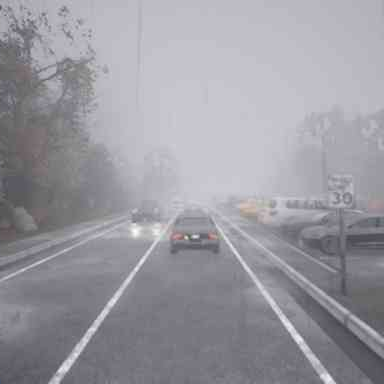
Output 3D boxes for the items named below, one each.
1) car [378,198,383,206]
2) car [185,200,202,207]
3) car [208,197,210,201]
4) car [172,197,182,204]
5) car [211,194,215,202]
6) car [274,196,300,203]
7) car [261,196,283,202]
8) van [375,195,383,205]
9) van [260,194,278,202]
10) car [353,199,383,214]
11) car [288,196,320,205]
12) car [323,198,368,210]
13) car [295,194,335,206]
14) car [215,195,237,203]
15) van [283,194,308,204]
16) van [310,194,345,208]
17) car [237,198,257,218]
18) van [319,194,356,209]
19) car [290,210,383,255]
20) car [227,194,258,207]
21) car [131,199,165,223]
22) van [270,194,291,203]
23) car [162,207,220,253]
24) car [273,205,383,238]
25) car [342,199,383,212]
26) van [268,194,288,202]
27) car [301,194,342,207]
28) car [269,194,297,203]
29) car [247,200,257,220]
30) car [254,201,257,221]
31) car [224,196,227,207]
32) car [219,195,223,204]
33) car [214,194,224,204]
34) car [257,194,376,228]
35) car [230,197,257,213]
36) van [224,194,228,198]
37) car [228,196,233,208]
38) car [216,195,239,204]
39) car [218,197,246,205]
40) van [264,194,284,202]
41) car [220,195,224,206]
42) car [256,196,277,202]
[{"bbox_3d":[20.000,1.549,29.912,4.792,1.488,2.163,0,0,0],"label":"car"},{"bbox_3d":[0.157,1.557,36.294,1.812,1.442,4.674,0,0,0],"label":"car"},{"bbox_3d":[7.435,1.451,82.799,5.566,2.045,2.435,0,0,0],"label":"car"},{"bbox_3d":[-3.027,1.664,66.806,1.812,1.442,4.674,0,0,1],"label":"car"},{"bbox_3d":[7.077,1.625,66.144,5.366,1.575,1.946,0,0,0],"label":"car"},{"bbox_3d":[20.384,1.643,71.454,5.008,1.535,2.097,0,0,1],"label":"car"},{"bbox_3d":[20.514,1.732,85.285,5.008,1.535,2.097,0,-1,1],"label":"car"},{"bbox_3d":[20.170,1.283,32.804,4.442,1.987,1.878,0,0,0],"label":"van"},{"bbox_3d":[20.416,1.563,88.060,4.442,1.987,1.878,0,-1,1],"label":"van"},{"bbox_3d":[20.106,1.533,35.576,4.792,1.488,2.163,0,0,1],"label":"car"},{"bbox_3d":[20.287,1.594,60.374,5.008,1.535,2.097,0,0,1],"label":"car"},{"bbox_3d":[20.154,1.519,43.754,5.008,1.535,2.097,0,0,1],"label":"car"},{"bbox_3d":[20.216,1.318,54.834,5.566,2.045,2.435,0,0,0],"label":"car"},{"bbox_3d":[7.279,1.527,71.695,4.553,1.767,2.185,0,0,0],"label":"car"},{"bbox_3d":[20.459,1.393,66.039,4.442,1.987,1.878,0,0,1],"label":"van"},{"bbox_3d":[20.080,1.319,49.295,4.442,1.987,1.878,0,0,1],"label":"van"},{"bbox_3d":[6.740,1.536,27.289,5.366,1.575,1.946,0,0,0],"label":"car"},{"bbox_3d":[20.289,1.306,46.523,4.442,1.987,1.878,0,0,1],"label":"van"},{"bbox_3d":[6.775,1.628,13.408,4.792,1.488,2.163,0,0,0],"label":"car"},{"bbox_3d":[7.077,1.393,41.160,4.553,1.767,2.185,0,0,0],"label":"car"},{"bbox_3d":[-3.323,1.368,25.780,2.097,1.767,4.553,0,0,0],"label":"car"},{"bbox_3d":[20.555,1.443,77.120,4.442,1.987,1.878,0,0,0],"label":"van"},{"bbox_3d":[0.103,1.553,13.690,2.033,1.411,5.357,0,0,0],"label":"car"},{"bbox_3d":[6.834,1.586,16.184,5.008,1.535,2.097,0,0,0],"label":"car"},{"bbox_3d":[20.129,1.533,38.216,4.792,1.488,2.163,0,0,1],"label":"car"},{"bbox_3d":[20.578,1.455,79.764,4.442,1.987,1.878,0,0,1],"label":"van"},{"bbox_3d":[20.192,1.305,52.064,5.566,2.045,2.435,0,0,0],"label":"car"},{"bbox_3d":[20.386,1.405,74.350,5.566,2.045,2.435,0,0,0],"label":"car"},{"bbox_3d":[6.907,1.552,24.512,4.892,1.521,2.231,0,0,0],"label":"car"},{"bbox_3d":[7.062,1.560,21.734,5.366,1.575,1.946,0,0,0],"label":"car"},{"bbox_3d":[7.099,1.558,43.933,4.792,1.488,2.163,0,0,1],"label":"car"},{"bbox_3d":[7.113,1.595,52.262,4.792,1.488,2.163,0,0,0],"label":"car"},{"bbox_3d":[7.005,1.588,57.816,5.366,1.575,1.946,0,0,0],"label":"car"},{"bbox_3d":[6.881,1.323,18.958,5.566,2.045,2.435,0,0,0],"label":"car"},{"bbox_3d":[6.789,1.515,32.962,5.366,1.575,1.946,0,0,0],"label":"car"},{"bbox_3d":[7.210,1.315,46.710,4.442,1.987,1.878,0,0,0],"label":"van"},{"bbox_3d":[7.015,1.514,38.381,4.892,1.521,2.231,0,0,0],"label":"car"},{"bbox_3d":[7.255,1.515,68.919,4.553,1.767,2.185,0,0,0],"label":"car"},{"bbox_3d":[7.221,1.604,60.590,4.892,1.521,2.231,0,0,1],"label":"car"},{"bbox_3d":[20.370,1.468,82.669,4.442,1.987,1.878,0,-1,0],"label":"van"},{"bbox_3d":[7.089,1.583,49.486,4.792,1.488,2.163,0,0,0],"label":"car"},{"bbox_3d":[20.373,1.843,90.823,5.366,1.575,1.946,0,-1,0],"label":"car"}]
